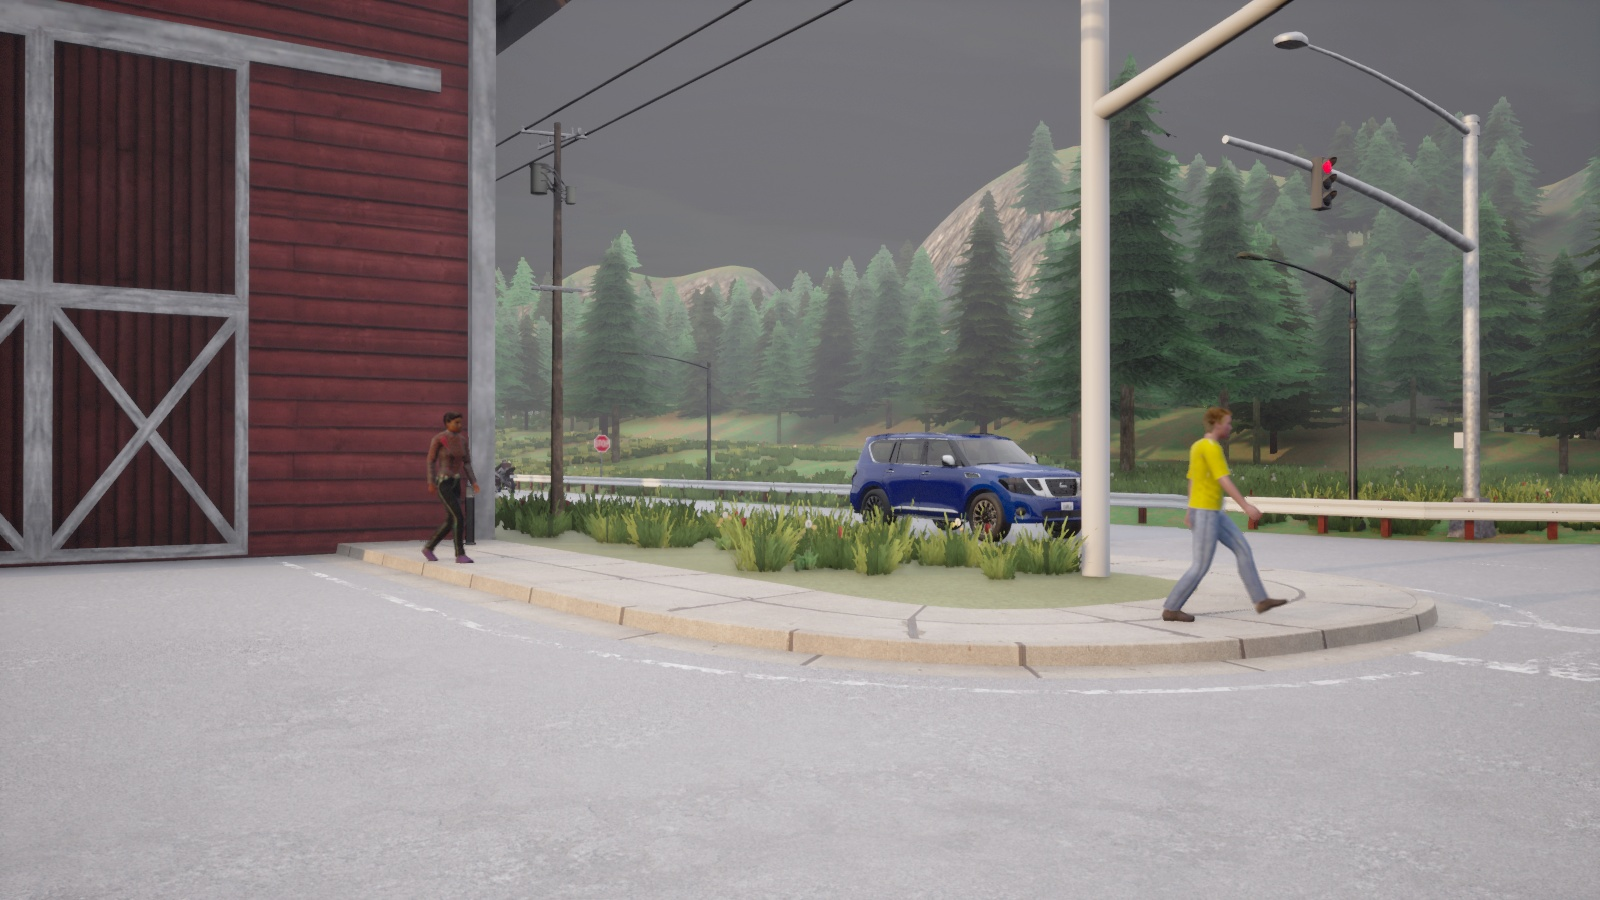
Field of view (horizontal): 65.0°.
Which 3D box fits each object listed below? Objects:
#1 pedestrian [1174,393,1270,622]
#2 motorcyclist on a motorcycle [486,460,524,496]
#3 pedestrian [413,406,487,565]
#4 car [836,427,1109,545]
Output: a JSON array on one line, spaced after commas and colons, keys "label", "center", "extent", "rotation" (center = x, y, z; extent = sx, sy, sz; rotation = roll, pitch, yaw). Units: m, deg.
[{"label": "pedestrian", "center": [3.461, 0.464, 10.328], "extent": [0.706, 1.836, 0.354], "rotation": [0, 0, 13]}, {"label": "motorcyclist on a motorcycle", "center": [-12.964, 1.226, 55.141], "extent": [0.866, 1.530, 2.191], "rotation": [0, 0, -34]}, {"label": "pedestrian", "center": [-4.073, 0.405, 14.603], "extent": [0.869, 1.805, 0.328], "rotation": [0, 0, 31]}, {"label": "car", "center": [3.206, 0.646, 24.696], "extent": [2.150, 2.045, 5.566], "rotation": [0, 0, -34]}]
